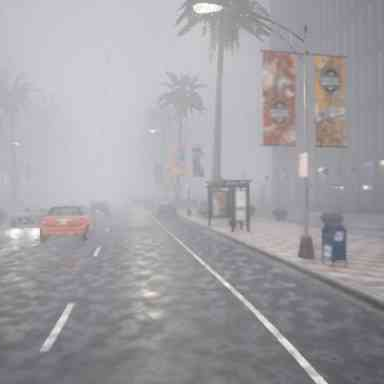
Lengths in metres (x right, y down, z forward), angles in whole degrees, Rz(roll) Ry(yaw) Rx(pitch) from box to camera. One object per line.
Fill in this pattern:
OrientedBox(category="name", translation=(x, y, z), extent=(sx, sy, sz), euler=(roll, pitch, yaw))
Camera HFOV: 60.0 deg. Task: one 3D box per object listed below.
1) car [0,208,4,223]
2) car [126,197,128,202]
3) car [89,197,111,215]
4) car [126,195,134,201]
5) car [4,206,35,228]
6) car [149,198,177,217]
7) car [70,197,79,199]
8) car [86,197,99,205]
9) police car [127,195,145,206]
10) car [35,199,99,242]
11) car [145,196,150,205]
OrientedBox(category="car", translation=(-14.862, 1.677, 23.813), extent=(2.033, 1.411, 5.357), euler=(0, 0, -11))
OrientedBox(category="car", translation=(-13.948, 1.571, 75.348), extent=(1.837, 1.490, 4.892), euler=(0, 0, -11))
OrientedBox(category="car", translation=(-9.968, 1.628, 36.119), extent=(1.837, 1.490, 4.892), euler=(0, 0, -11))
OrientedBox(category="car", translation=(-16.625, 1.612, 89.249), extent=(2.033, 1.411, 5.357), euler=(0, 0, -11))
OrientedBox(category="car", translation=(-11.212, 1.672, 23.409), extent=(1.994, 1.385, 4.181), euler=(0, 0, -11))
OrientedBox(category="car", translation=(-2.643, 1.555, 32.536), extent=(2.231, 1.521, 4.892), euler=(0, 0, -11))
OrientedBox(category="car", translation=(-22.806, 1.726, 64.360), extent=(1.882, 1.535, 5.008), euler=(0, 0, -11))
OrientedBox(category="car", translation=(-19.377, 1.771, 65.064), extent=(2.033, 1.411, 5.357), euler=(0, 0, -11))
OrientedBox(category="police car", translation=(-9.995, 1.489, 59.351), extent=(1.930, 1.638, 5.238), euler=(-9, 4, -11))
OrientedBox(category="car", translation=(-6.245, 1.419, 17.181), extent=(2.097, 1.767, 4.553), euler=(0, 0, -11))
OrientedBox(category="car", translation=(-12.334, 1.734, 82.918), extent=(2.161, 1.482, 4.786), euler=(0, 0, -11))
